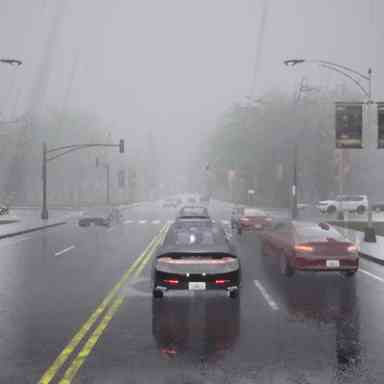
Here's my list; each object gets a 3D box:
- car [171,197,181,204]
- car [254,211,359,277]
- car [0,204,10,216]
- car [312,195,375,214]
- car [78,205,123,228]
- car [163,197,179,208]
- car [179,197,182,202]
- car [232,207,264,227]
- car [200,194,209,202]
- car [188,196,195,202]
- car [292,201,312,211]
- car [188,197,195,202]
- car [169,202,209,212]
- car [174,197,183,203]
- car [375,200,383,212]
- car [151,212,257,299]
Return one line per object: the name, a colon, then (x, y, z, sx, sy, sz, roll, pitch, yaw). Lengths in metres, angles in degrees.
car: (-3.343, 1.837, 71.289, 1.994, 1.385, 4.181, 0, -1, 0)
car: (3.333, 1.531, 10.189, 1.812, 1.442, 4.674, 0, 0, 0)
car: (-19.277, 1.352, 30.545, 4.553, 1.767, 2.097, 0, 0, -1)
car: (17.058, 1.391, 37.567, 5.566, 2.045, 2.150, 0, 0, -1)
car: (-6.072, 1.586, 22.800, 2.033, 1.411, 5.357, 0, 0, -1)
car: (-3.411, 1.750, 52.026, 1.895, 1.301, 4.718, 0, 0, 0)
car: (-3.395, 1.694, 61.378, 2.128, 1.511, 4.902, 0, 0, 1)
car: (3.336, 1.551, 18.997, 1.812, 1.442, 4.674, 0, 0, 1)
car: (3.143, 1.626, 82.584, 2.150, 2.045, 5.566, 0, -1, 0)
car: (-0.122, 1.947, 92.967, 1.994, 1.385, 4.181, 0, -1, 0)
car: (14.813, 1.764, 40.790, 4.718, 1.301, 1.895, 0, 0, 0)
car: (-0.107, 1.877, 82.514, 1.882, 1.535, 5.008, 0, -1, 0)
car: (0.078, 1.514, 17.878, 2.128, 1.511, 4.902, 0, 0, 0)
car: (-3.357, 1.930, 81.766, 2.033, 1.411, 5.357, 0, -1, 0)
car: (23.945, 1.687, 40.874, 5.008, 1.535, 1.882, 0, 0, 0)
car: (0.089, 1.495, 8.471, 2.128, 1.511, 4.902, 0, 0, 0)
